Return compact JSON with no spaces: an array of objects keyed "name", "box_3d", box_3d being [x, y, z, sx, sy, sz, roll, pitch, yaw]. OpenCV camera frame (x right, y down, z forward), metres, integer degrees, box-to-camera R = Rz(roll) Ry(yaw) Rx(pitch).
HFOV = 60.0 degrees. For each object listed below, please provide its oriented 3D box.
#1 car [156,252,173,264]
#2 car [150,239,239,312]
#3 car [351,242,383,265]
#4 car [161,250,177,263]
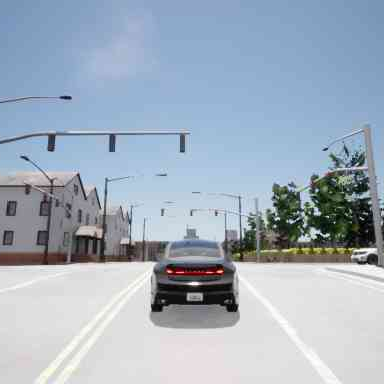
[{"name":"car","box_3d":[-3.651,8.890,44.541,1.812,1.442,4.674,0,-12,0]},{"name":"car","box_3d":[0.059,1.986,8.597,1.837,1.490,4.892,0,-7,0]},{"name":"car","box_3d":[16.840,5.317,28.813,5.566,2.045,2.150,0,-12,1]},{"name":"car","box_3d":[-3.662,10.549,54.051,2.150,2.045,5.566,0,-12,0]}]
